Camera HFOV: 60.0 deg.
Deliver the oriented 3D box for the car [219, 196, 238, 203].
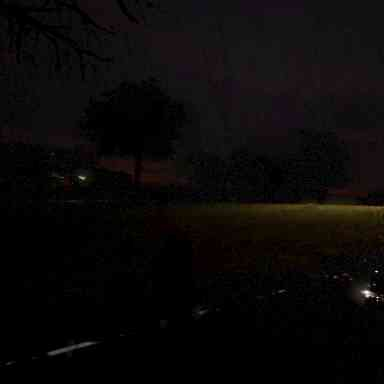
[{"bbox_3d":[7.263,1.439,66.975,1.812,1.442,4.674,3,-2,-35],"label":"car"}]
